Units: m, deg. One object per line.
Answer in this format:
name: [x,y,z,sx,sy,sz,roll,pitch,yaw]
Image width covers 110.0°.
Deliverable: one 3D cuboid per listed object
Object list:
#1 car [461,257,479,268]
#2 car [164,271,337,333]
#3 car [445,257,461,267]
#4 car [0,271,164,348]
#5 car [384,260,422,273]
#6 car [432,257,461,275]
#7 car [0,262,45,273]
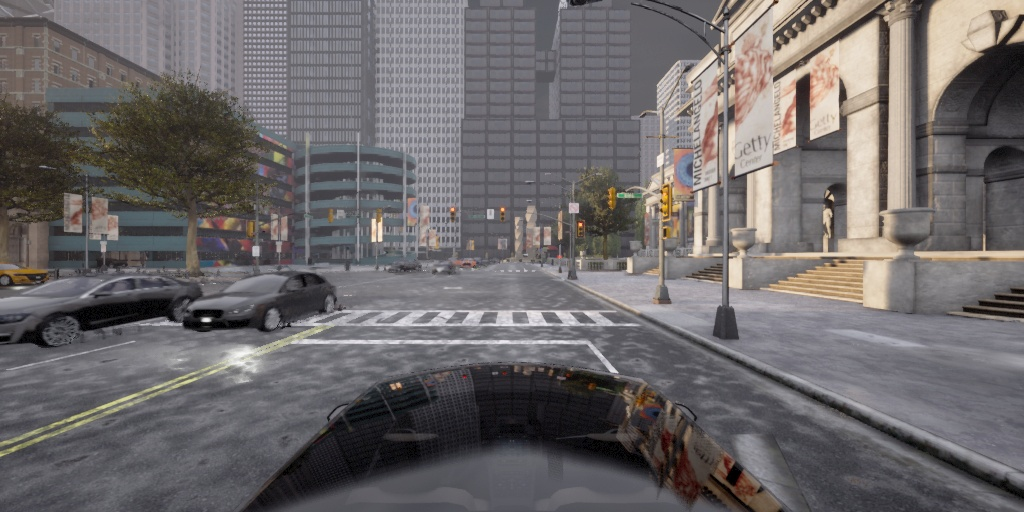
car: [-6.998,1.035,57.969,2.097,1.767,4.553,0,0,0]
car: [-7.085,1.235,10.755,1.837,1.490,4.892,0,0,0]
car: [-10.478,1.023,63.857,2.097,1.767,4.553,0,0,0]
car: [-10.586,1.217,9.192,2.128,1.511,4.902,0,0,0]
car: [-12.624,1.181,41.894,2.128,1.511,4.902,1,0,28]
car: [-7.038,1.195,37.489,2.128,1.511,4.902,0,0,0]
car: [-34.048,1.150,23.824,5.008,1.535,1.882,0,0,-1]
